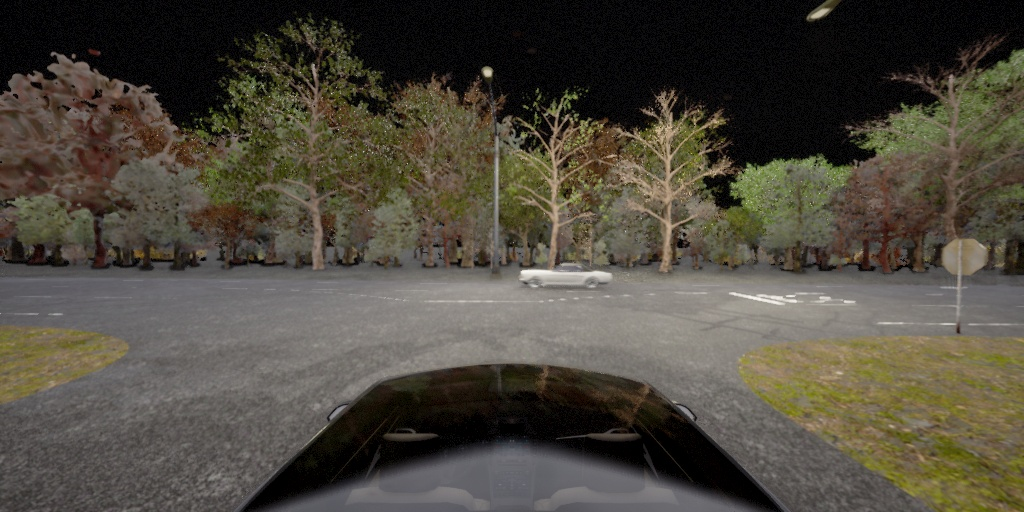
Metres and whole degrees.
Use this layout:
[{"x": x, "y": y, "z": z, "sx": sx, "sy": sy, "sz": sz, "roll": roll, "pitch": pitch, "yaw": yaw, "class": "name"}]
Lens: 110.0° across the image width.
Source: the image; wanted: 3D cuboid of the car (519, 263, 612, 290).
[{"x": 2.743, "y": 1.045, "z": 19.049, "sx": 4.718, "sy": 1.301, "sz": 1.895, "roll": 0, "pitch": 1, "yaw": 1, "class": "car"}]
